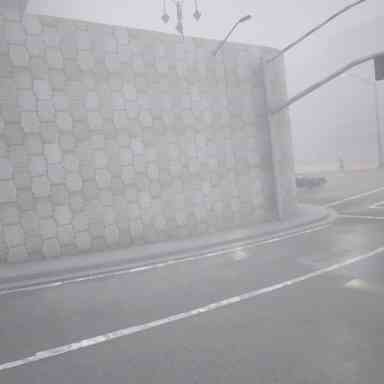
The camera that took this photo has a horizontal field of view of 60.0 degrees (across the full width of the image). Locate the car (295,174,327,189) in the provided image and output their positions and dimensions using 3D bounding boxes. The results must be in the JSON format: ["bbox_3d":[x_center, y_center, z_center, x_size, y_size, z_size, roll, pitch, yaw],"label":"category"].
[{"bbox_3d":[10.020,-1.006,30.898,1.895,1.301,4.718,-11,6,-35],"label":"car"}]

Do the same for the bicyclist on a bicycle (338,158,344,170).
[{"bbox_3d":[20.058,-3.807,44.841,1.656,1.620,0.582,-11,6,-35],"label":"bicyclist on a bicycle"}]
